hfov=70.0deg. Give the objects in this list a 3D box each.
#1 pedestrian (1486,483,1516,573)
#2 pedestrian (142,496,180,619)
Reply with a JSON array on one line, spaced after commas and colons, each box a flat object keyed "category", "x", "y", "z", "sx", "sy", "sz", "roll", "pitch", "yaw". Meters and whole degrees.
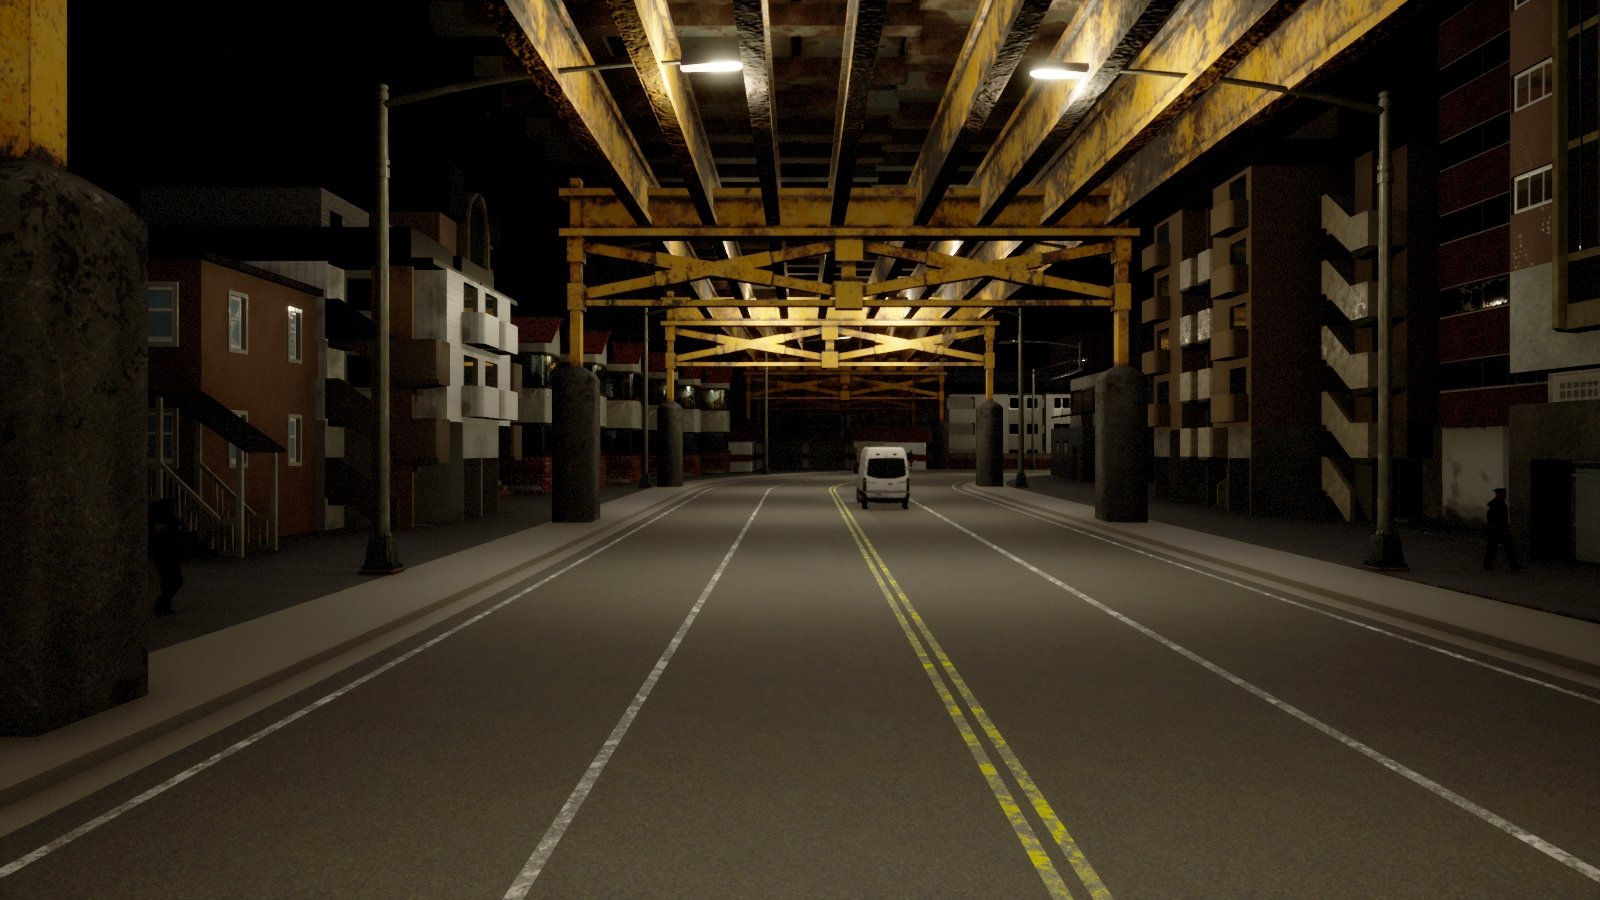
[{"category": "pedestrian", "x": 14.693, "y": 1.628, "z": 23.941, "sx": 0.375, "sy": 1.860, "sz": 0.375, "roll": 0, "pitch": 0, "yaw": -10}, {"category": "pedestrian", "x": -9.780, "y": 1.635, "z": 17.485, "sx": 0.375, "sy": 1.860, "sz": 0.375, "roll": 0, "pitch": 0, "yaw": 1}]
